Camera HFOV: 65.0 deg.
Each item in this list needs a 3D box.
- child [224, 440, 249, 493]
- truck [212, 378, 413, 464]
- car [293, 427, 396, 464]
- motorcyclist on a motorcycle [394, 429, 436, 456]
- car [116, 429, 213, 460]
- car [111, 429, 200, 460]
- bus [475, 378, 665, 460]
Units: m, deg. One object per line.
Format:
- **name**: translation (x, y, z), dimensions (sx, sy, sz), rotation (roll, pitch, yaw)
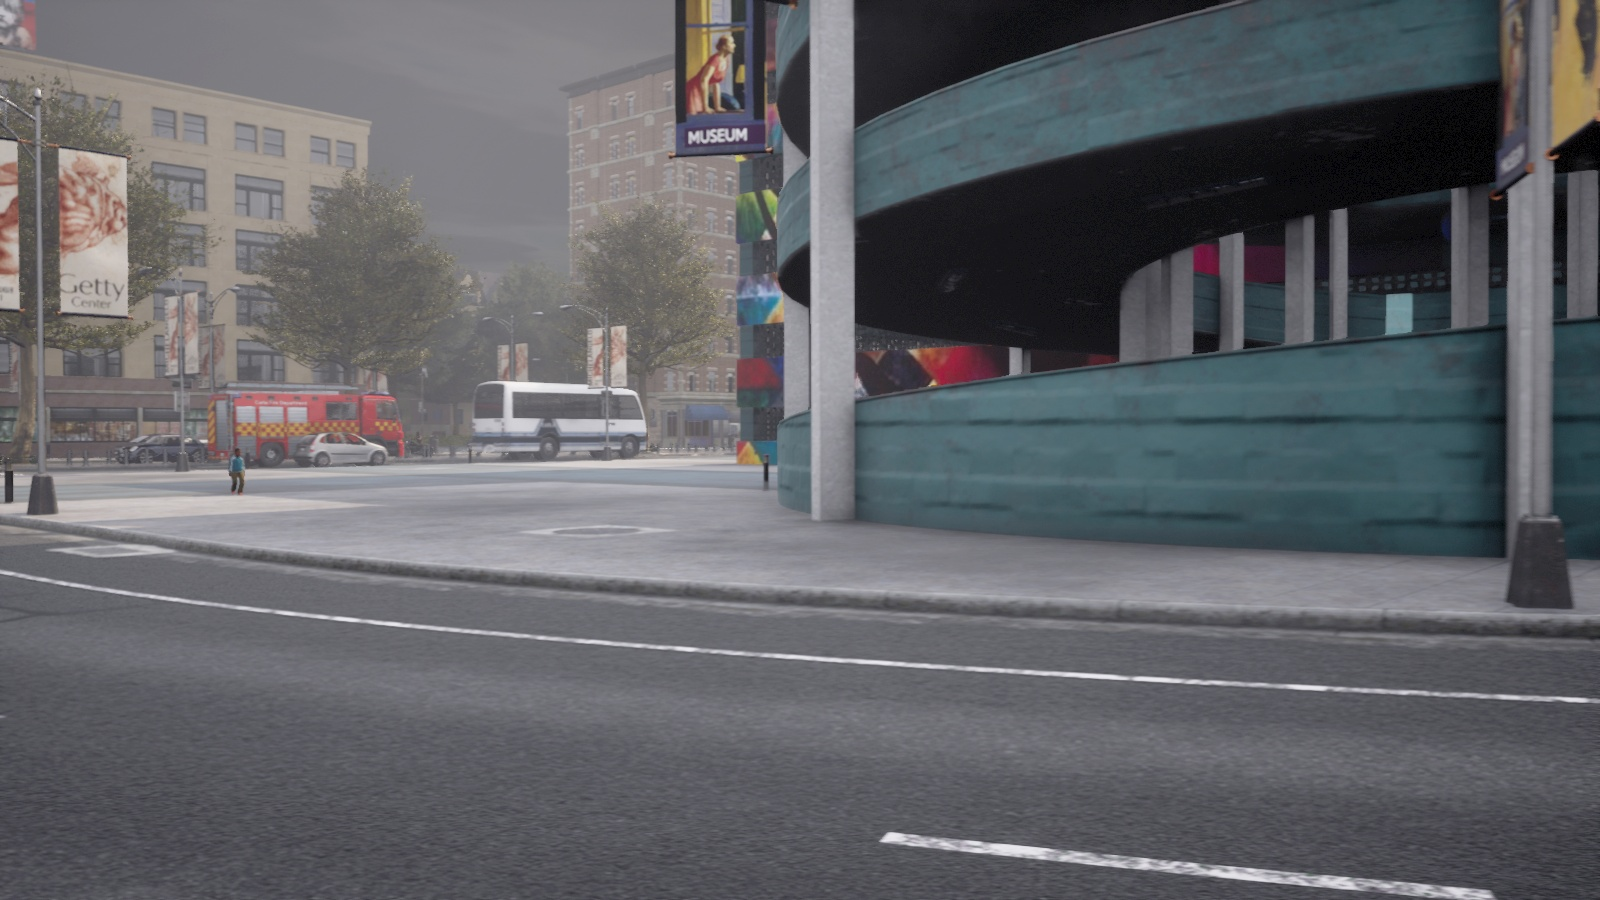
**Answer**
- **child**: translation (-12.833, 0.379, 28.603), dimensions (0.448, 1.192, 0.343), rotation (1, 1, 40)
- **truck**: translation (-22.974, -1.332, 59.613), dimensions (2.891, 3.827, 8.468), rotation (1, 1, 42)
- **car**: translation (-20.633, -0.220, 57.004), dimensions (1.851, 1.617, 3.988), rotation (1, 1, 42)
- **motorcyclist on a motorcycle**: translation (-23.390, -0.471, 76.346), dimensions (0.766, 1.649, 2.350), rotation (1, 1, 42)
- **car**: translation (-31.423, -0.274, 62.138), dimensions (1.970, 1.475, 3.806), rotation (1, 1, 42)
- **car**: translation (-33.419, -0.315, 65.172), dimensions (1.789, 1.549, 3.705), rotation (1, 1, 43)
- **bus**: translation (-12.800, -1.673, 70.918), dimensions (3.944, 4.253, 10.273), rotation (1, 1, 42)
